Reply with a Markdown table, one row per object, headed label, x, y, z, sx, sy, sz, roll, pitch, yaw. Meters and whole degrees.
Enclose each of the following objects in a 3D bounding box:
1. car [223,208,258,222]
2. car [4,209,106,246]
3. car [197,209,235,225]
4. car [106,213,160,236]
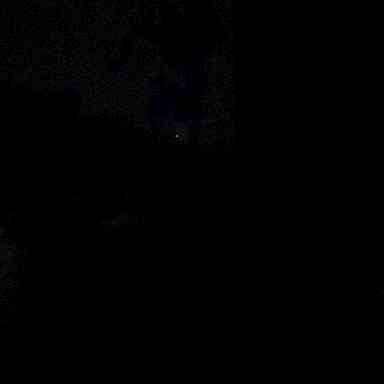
| label | x | y | z | sx | sy | sz | roll | pitch | yaw |
| --- | --- | --- | --- | --- | --- | --- | --- | --- | --- |
| car | 5.375 | 2.478 | 36.277 | 2.008 | 1.369 | 4.403 | -2 | -2 | 36 |
| car | -7.565 | 1.832 | 18.269 | 2.192 | 1.841 | 5.009 | -2 | -2 | 36 |
| car | 2.141 | 2.389 | 31.773 | 1.947 | 1.339 | 4.313 | -2 | -2 | 36 |
| car | -4.229 | 2.148 | 22.905 | 1.752 | 1.417 | 4.829 | -2 | -2 | 36 |
